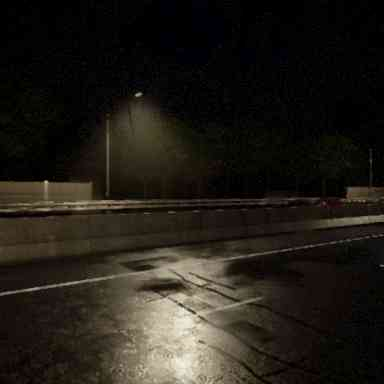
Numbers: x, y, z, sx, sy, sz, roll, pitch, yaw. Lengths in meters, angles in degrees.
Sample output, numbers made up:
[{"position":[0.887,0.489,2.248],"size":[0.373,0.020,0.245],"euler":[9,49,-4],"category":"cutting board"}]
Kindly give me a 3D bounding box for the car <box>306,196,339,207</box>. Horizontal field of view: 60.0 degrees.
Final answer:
[{"position":[16.973,1.390,41.774],"size":[4.553,1.767,2.097],"euler":[0,0,-36],"category":"car"}]

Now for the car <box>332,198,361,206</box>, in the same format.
[{"position":[18.859,1.631,38.822],"size":[4.718,1.301,1.895],"euler":[0,0,-36],"category":"car"}]

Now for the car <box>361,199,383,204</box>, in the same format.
[{"position":[20.865,1.526,35.955],"size":[4.902,1.511,2.128],"euler":[0,0,-35],"category":"car"}]

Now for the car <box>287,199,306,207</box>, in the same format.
[{"position":[14.556,1.597,44.319],"size":[4.181,1.385,1.994],"euler":[0,0,-35],"category":"car"}]
